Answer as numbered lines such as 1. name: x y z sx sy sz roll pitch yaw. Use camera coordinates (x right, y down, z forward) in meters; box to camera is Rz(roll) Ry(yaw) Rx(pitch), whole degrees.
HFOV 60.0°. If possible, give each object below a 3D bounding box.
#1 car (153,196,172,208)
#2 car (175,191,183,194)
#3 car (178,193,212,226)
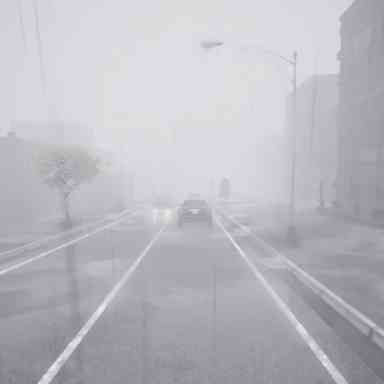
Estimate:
1. car: -3.446 1.149 39.142 1.895 1.301 4.718 0 1 0
2. car: -3.157 -0.031 79.633 1.994 1.385 4.181 0 1 0
3. car: 0.180 1.194 21.892 2.097 1.767 4.553 0 1 0
